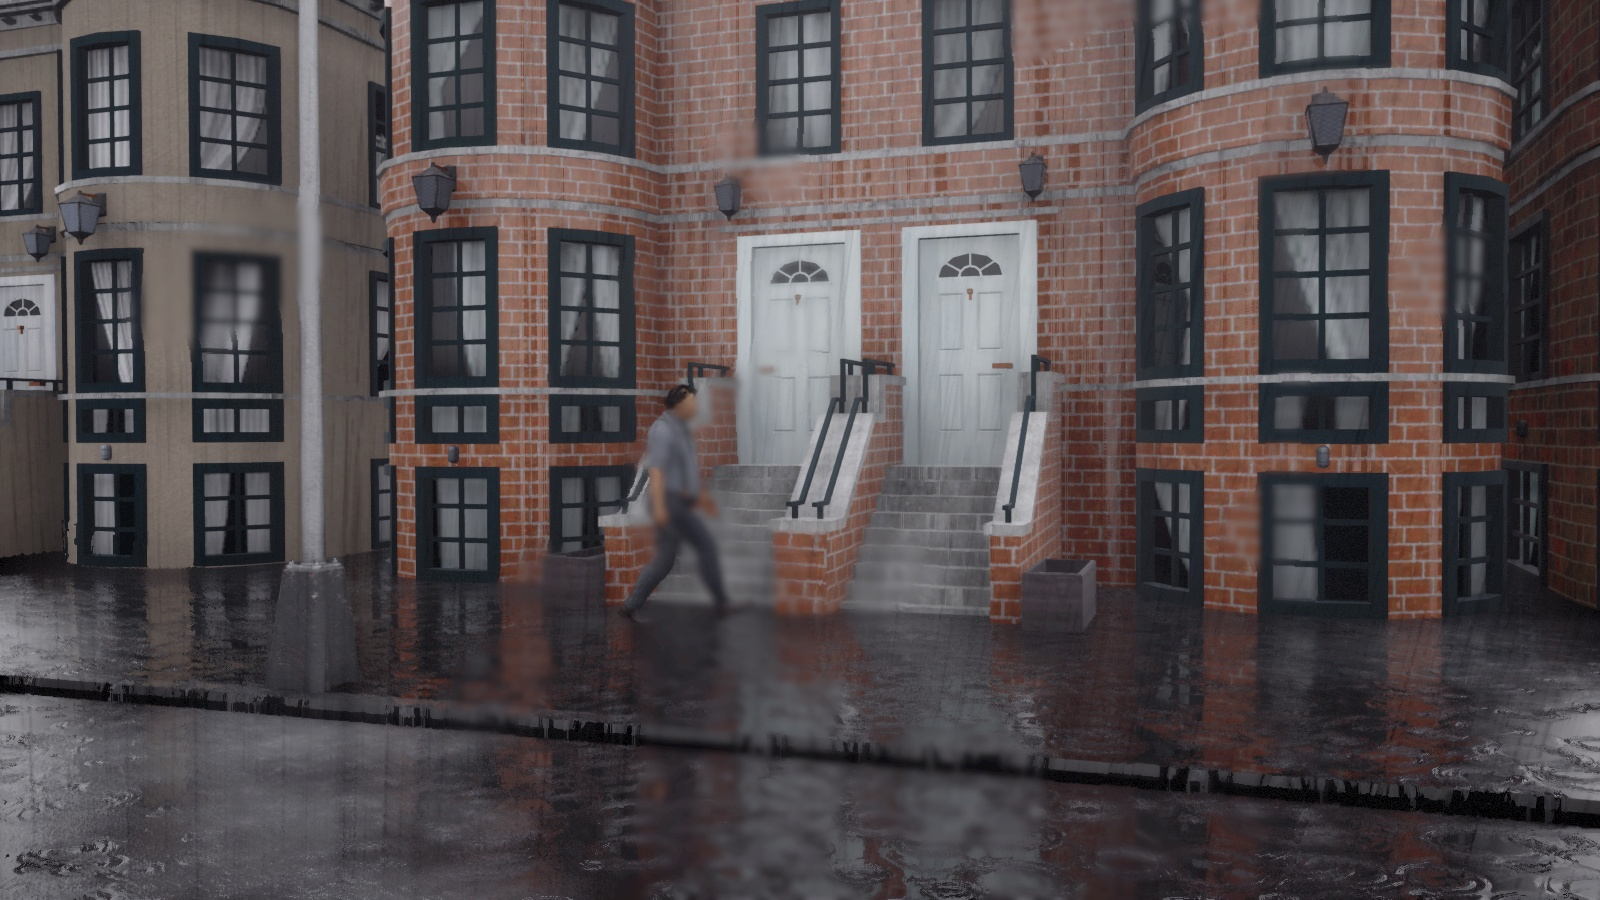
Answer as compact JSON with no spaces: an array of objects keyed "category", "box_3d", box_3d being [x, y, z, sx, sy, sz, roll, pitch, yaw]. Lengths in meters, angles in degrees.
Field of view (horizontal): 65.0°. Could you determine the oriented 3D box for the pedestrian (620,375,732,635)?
[{"category":"pedestrian","box_3d":[-0.903,0.385,9.223,0.694,1.848,0.540,0,1,10]}]
